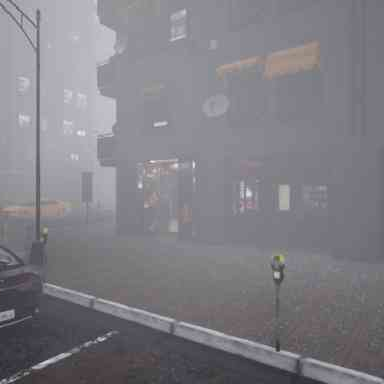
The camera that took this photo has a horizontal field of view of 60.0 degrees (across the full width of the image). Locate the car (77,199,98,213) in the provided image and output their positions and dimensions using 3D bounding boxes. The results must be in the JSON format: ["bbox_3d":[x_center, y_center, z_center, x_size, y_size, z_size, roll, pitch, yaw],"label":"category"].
[{"bbox_3d":[-10.944,1.250,30.490,1.752,1.417,4.829,1,1,35],"label":"car"}]

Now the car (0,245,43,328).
[{"bbox_3d":[-4.465,1.551,6.056,4.403,1.369,2.008,0,0,35],"label":"car"}]

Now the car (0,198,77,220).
[{"bbox_3d":[-11.595,1.269,25.048,1.882,1.535,5.008,0,1,35],"label":"car"}]
